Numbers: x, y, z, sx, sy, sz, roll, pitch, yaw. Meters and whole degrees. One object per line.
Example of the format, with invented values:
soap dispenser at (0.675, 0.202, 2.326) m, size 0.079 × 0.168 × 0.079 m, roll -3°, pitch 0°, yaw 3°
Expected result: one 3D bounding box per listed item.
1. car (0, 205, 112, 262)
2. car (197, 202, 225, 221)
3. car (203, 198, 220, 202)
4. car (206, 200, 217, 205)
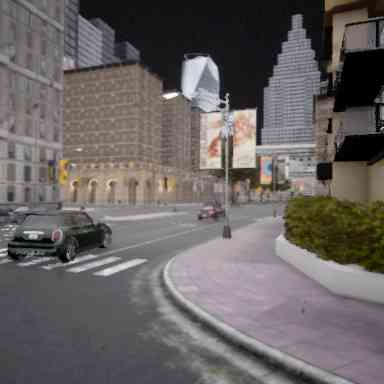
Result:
car at (-4.830, 1.497, 12.925) m, size 2.097 × 1.767 × 4.553 m, roll 1°, pitch -1°, yaw 9°
car at (1.938, 1.992, 32.056) m, size 1.812 × 1.442 × 4.674 m, roll 0°, pitch -1°, yaw 21°
car at (2.926, 1.947, 50.256) m, size 2.150 × 2.045 × 5.566 m, roll 1°, pitch -1°, yaw -6°
car at (5.472, 2.958, 94.533) m, size 1.895 × 1.301 × 4.718 m, roll 0°, pitch -1°, yaw 20°
